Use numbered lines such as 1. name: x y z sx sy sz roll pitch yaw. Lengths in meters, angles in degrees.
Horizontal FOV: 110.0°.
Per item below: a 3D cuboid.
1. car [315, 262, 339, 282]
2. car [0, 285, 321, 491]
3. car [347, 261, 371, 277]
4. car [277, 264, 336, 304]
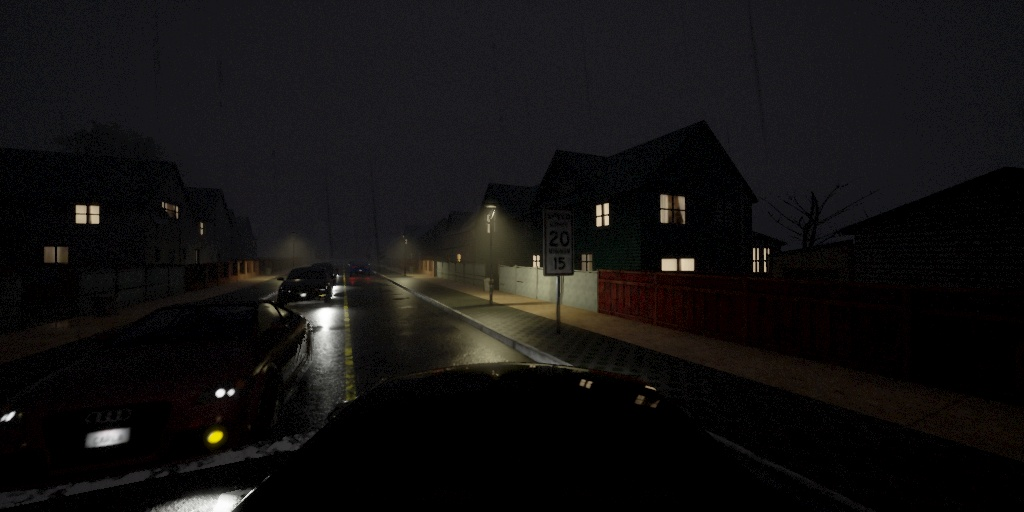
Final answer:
1. car: -13.635 1.261 25.745 1.837 1.490 4.892 0 0 -25
2. car: -4.036 1.318 4.824 1.994 1.385 4.181 0 0 -21
3. car: -15.575 1.232 36.640 1.882 1.535 5.008 0 0 -25
4. car: -9.007 1.260 15.903 1.837 1.490 4.892 0 0 -25
